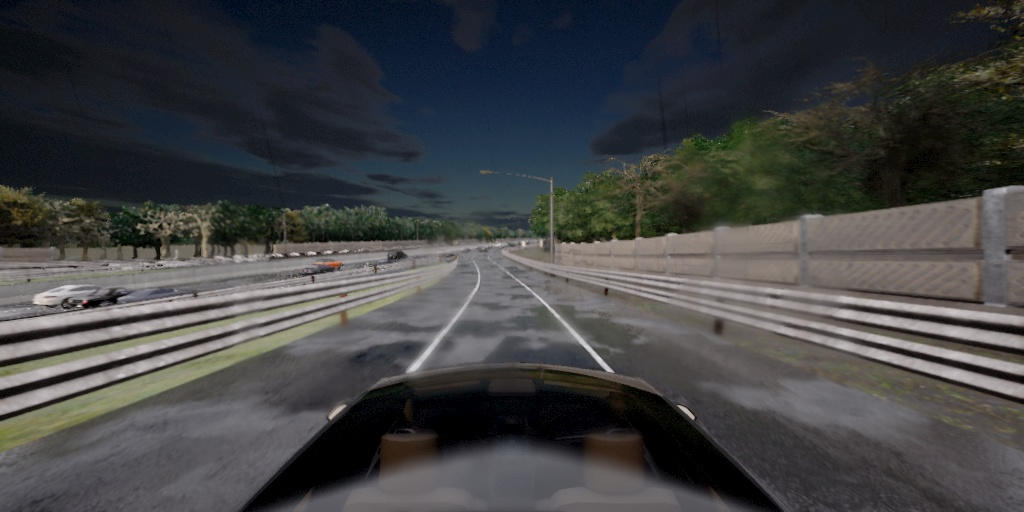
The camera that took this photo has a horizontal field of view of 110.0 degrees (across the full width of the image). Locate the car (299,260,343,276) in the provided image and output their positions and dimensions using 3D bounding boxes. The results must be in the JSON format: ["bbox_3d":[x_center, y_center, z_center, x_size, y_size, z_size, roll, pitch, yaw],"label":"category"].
[{"bbox_3d":[-24.268,1.687,45.369,2.033,1.411,5.357,0,3,11],"label":"car"}]

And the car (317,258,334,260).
[{"bbox_3d":[-26.593,1.132,51.858,2.097,1.767,4.553,0,3,11],"label":"car"}]

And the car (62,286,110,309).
[{"bbox_3d":[-28.011,2.881,25.728,1.895,1.301,4.718,0,3,11],"label":"car"}]

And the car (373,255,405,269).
[{"bbox_3d":[-18.962,1.137,54.519,2.033,1.411,5.357,0,3,11],"label":"car"}]

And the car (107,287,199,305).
[{"bbox_3d":[-24.578,2.867,25.044,1.994,1.385,4.181,0,3,11],"label":"car"}]

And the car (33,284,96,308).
[{"bbox_3d":[-31.455,2.791,26.351,1.812,1.442,4.674,0,3,11],"label":"car"}]
